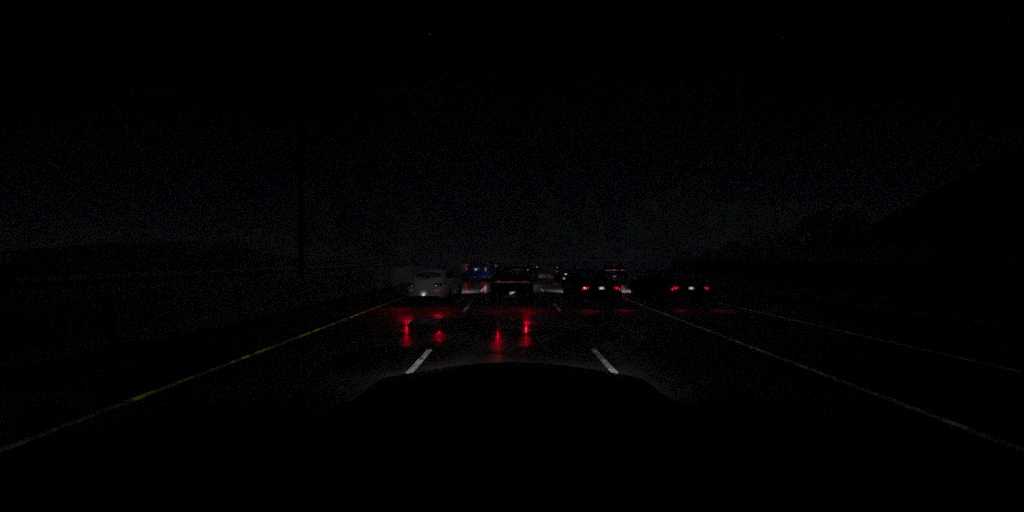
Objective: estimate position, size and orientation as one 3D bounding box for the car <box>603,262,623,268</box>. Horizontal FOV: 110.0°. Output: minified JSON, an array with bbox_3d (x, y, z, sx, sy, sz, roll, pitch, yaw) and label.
[{"bbox_3d":[7.869,1.244,28.076,2.128,1.511,4.902,0,0,12],"label":"car"}]

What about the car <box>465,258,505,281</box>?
[{"bbox_3d":[-2.399,1.115,30.271,2.097,1.767,4.553,0,0,12],"label":"car"}]

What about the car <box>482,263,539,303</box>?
[{"bbox_3d":[0.000,1.244,16.500,2.128,1.511,4.902,0,0,0],"label":"car"}]

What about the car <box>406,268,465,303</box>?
[{"bbox_3d":[-3.500,1.282,16.500,1.812,1.442,4.674,0,0,0],"label":"car"}]

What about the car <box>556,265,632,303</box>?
[{"bbox_3d":[3.500,1.312,16.500,2.033,1.411,5.357,0,0,0],"label":"car"}]

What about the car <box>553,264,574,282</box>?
[{"bbox_3d":[4.448,1.321,28.818,1.994,1.385,4.181,0,0,12],"label":"car"}]

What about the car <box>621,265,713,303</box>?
[{"bbox_3d":[7.000,1.312,16.500,2.033,1.411,5.357,0,0,0],"label":"car"}]
